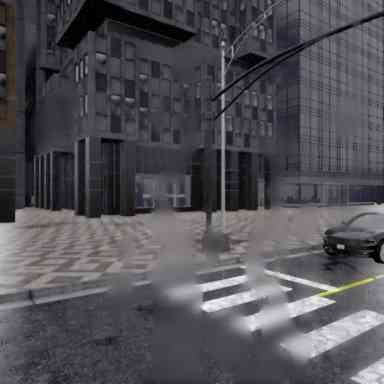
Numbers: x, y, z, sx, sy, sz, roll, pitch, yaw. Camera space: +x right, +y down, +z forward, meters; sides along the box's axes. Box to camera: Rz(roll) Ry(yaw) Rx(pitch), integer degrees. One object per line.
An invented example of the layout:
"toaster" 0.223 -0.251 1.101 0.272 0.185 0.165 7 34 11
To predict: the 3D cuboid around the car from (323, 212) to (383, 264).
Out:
"car" 6.754 1.467 12.029 5.008 1.535 1.882 0 0 -36
